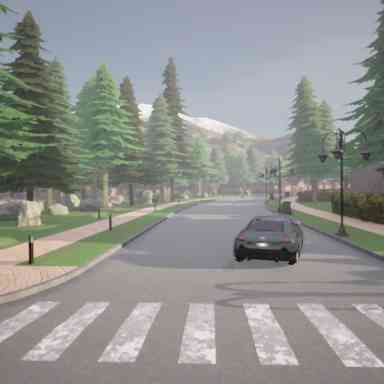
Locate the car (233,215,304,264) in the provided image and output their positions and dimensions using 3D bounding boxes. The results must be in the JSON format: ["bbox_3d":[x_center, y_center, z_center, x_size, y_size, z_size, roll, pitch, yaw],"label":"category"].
[{"bbox_3d":[2.800,1.508,11.749,1.994,1.385,4.181,0,1,20],"label":"car"}]
